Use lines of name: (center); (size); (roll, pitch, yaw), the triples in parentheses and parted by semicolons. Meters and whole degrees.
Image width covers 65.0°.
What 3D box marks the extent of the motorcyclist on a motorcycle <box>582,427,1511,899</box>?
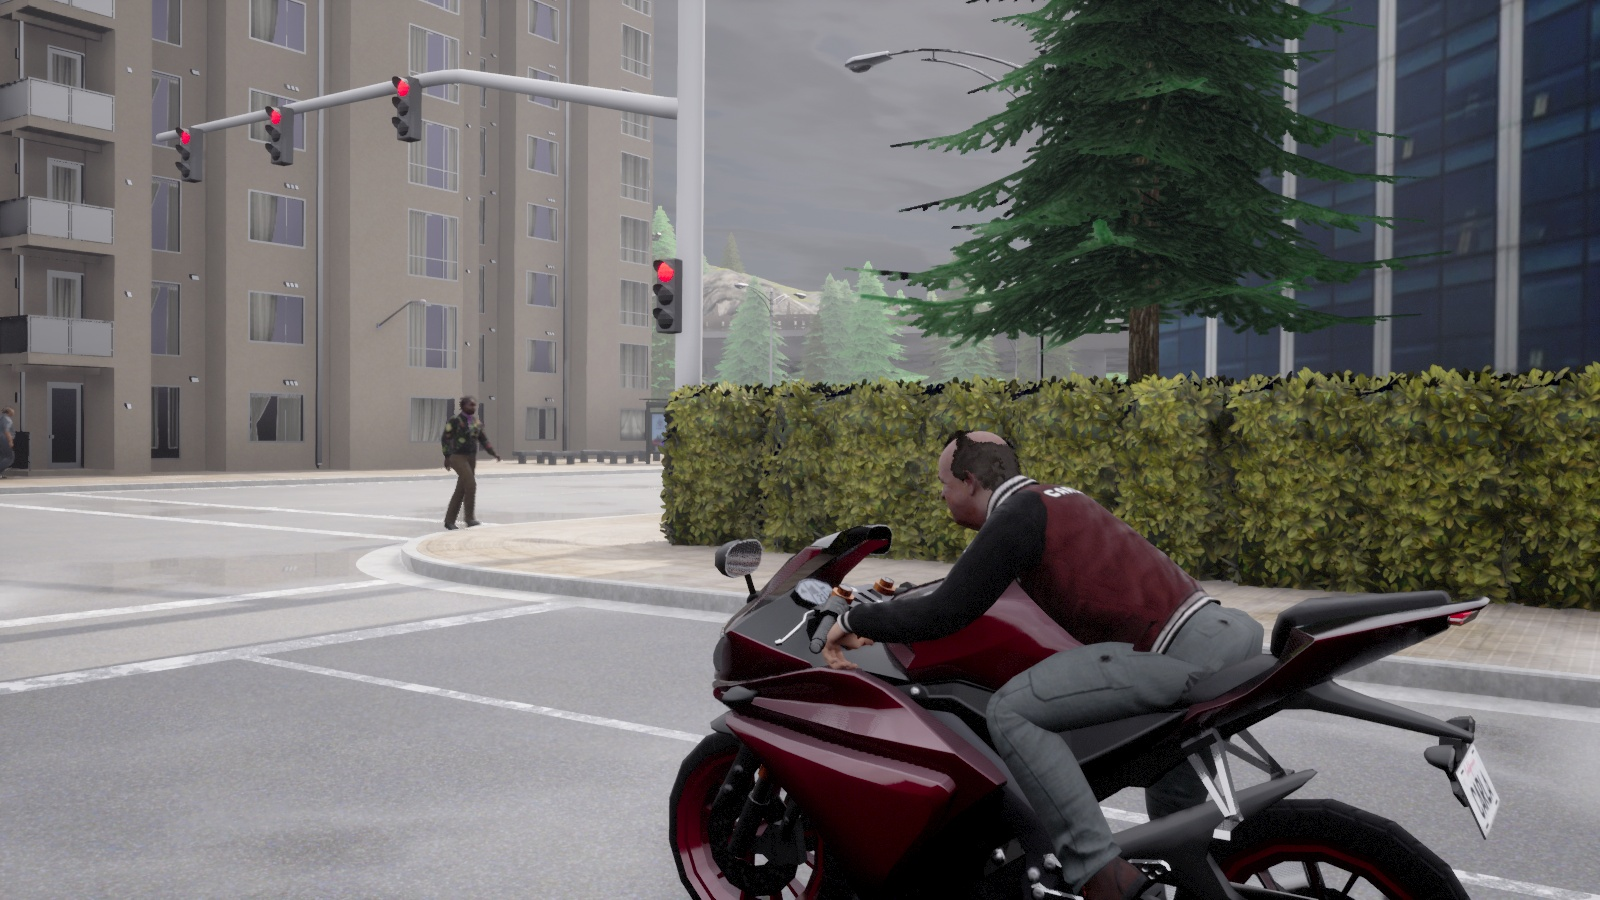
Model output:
motorcyclist on a motorcycle: (0.552, 0.717, 3.257); (2.191, 1.530, 0.866); (0, 1, 34)

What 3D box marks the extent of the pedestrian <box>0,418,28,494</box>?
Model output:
pedestrian: (-19.371, 0.146, 30.691); (0.540, 1.848, 0.694); (0, 1, 41)

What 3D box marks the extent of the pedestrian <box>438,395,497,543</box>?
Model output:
pedestrian: (-4.449, 0.245, 16.785); (0.692, 1.930, 0.395); (0, 1, 38)
